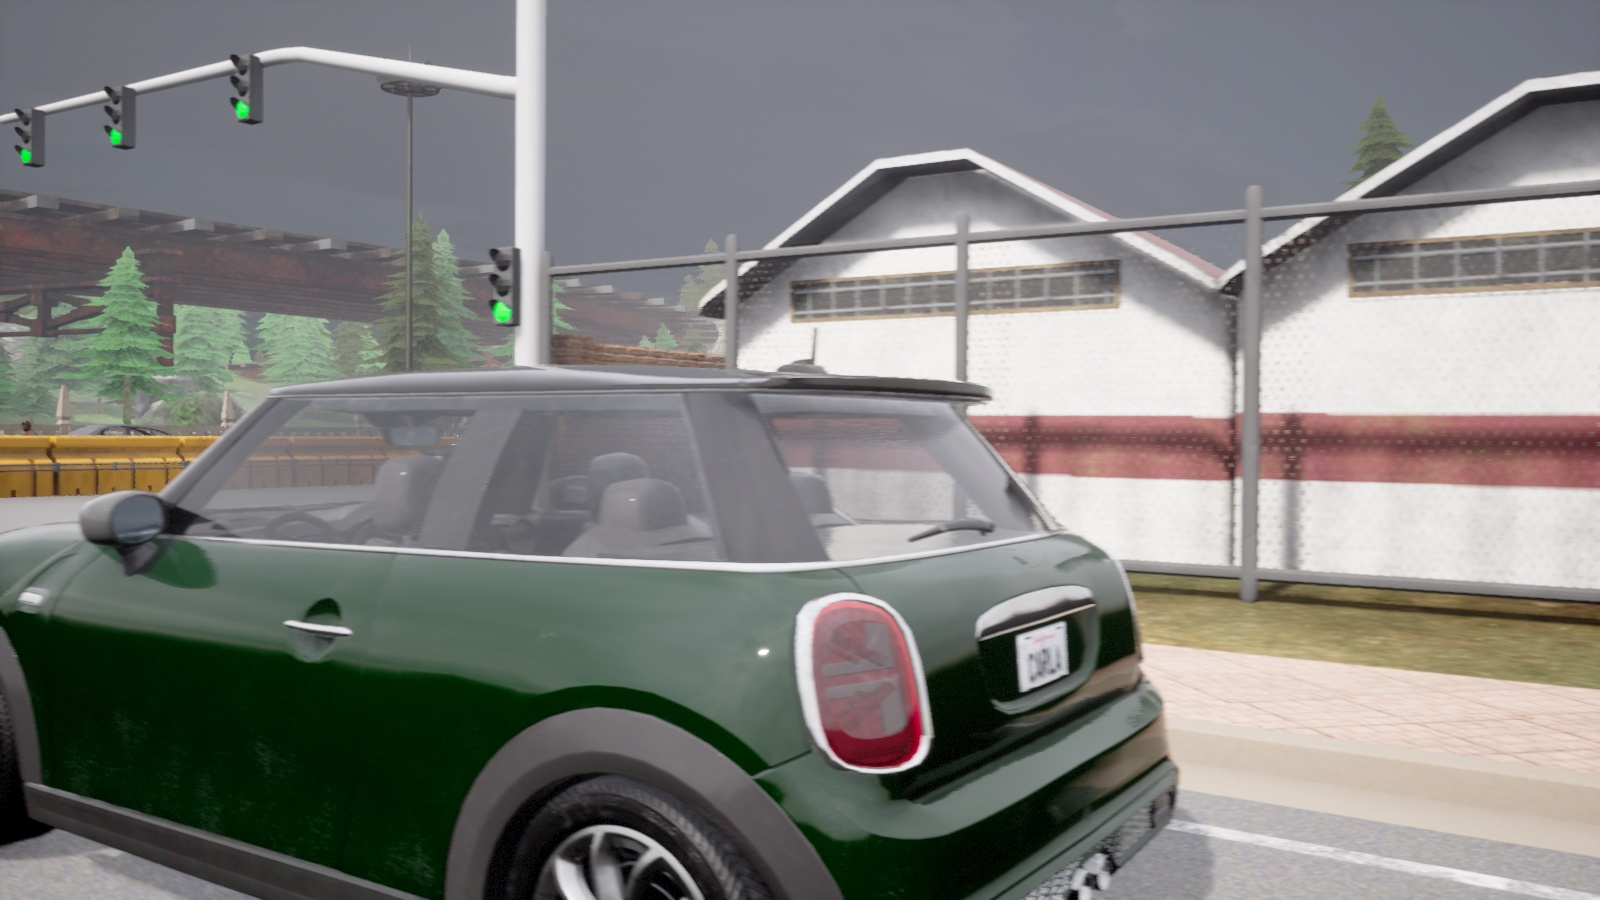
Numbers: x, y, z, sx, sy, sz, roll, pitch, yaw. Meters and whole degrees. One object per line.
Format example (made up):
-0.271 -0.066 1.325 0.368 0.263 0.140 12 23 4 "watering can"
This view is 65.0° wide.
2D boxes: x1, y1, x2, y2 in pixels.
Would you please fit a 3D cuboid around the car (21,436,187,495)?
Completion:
-19.772 0.399 35.802 1.789 1.549 3.705 0 1 32 "car"

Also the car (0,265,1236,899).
-1.102 0.540 4.353 4.553 1.767 2.097 0 1 33 "car"
